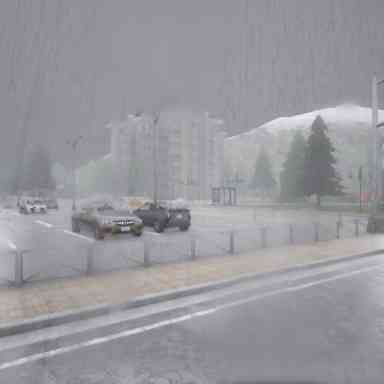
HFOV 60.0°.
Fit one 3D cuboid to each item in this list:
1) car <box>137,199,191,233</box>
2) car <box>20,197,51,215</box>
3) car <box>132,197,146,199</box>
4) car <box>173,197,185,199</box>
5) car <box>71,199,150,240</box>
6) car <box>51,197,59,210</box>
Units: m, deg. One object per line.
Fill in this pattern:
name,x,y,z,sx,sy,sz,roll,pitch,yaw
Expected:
car,-1.877,1.335,18.511,2.007,1.523,4.514,0,0,-36
car,-15.200,1.380,31.849,1.970,1.475,3.806,0,0,-36
car,-7.850,1.508,50.541,1.882,1.535,5.008,0,0,-36
car,-2.065,1.530,48.594,1.812,1.442,4.674,0,0,-36
car,-4.390,1.326,16.632,2.152,1.636,5.027,0,0,-36
car,-17.129,1.369,39.610,1.845,1.501,3.633,0,0,-36
